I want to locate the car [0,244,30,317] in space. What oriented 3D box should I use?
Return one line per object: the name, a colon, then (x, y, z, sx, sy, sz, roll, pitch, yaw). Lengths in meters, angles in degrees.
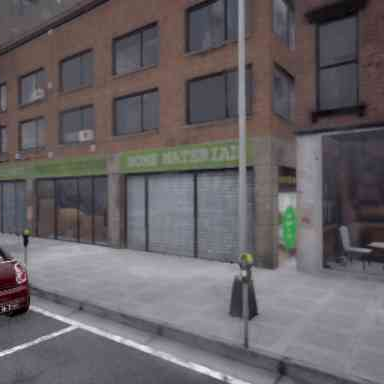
car: (-4.944, 1.496, 6.342, 4.097, 1.590, 1.967, -1, 0, 36)
